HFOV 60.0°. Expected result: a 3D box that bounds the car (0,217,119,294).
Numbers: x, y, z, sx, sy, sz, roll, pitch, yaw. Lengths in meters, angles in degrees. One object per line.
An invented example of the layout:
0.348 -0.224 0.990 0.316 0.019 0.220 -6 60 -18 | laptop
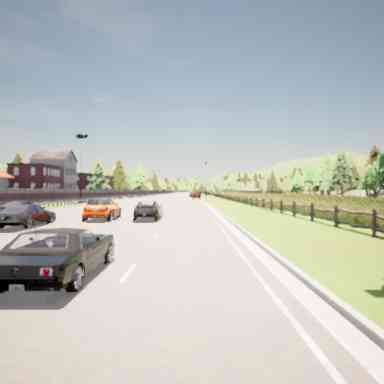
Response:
-3.399 1.572 8.680 1.895 1.301 4.718 0 0 0 | car

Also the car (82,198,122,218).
-6.897 1.267 25.889 2.097 1.767 4.553 0 0 0 | car

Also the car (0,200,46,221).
-13.897 1.436 27.191 1.812 1.442 4.674 0 0 0 | car

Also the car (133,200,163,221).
-3.398 1.406 26.163 2.128 1.511 4.902 0 0 0 | car

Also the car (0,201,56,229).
-10.398 1.479 20.834 2.033 1.411 5.357 0 0 0 | car

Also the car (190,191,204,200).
1.232 0.938 87.456 2.150 2.045 5.566 0 0 0 | car
